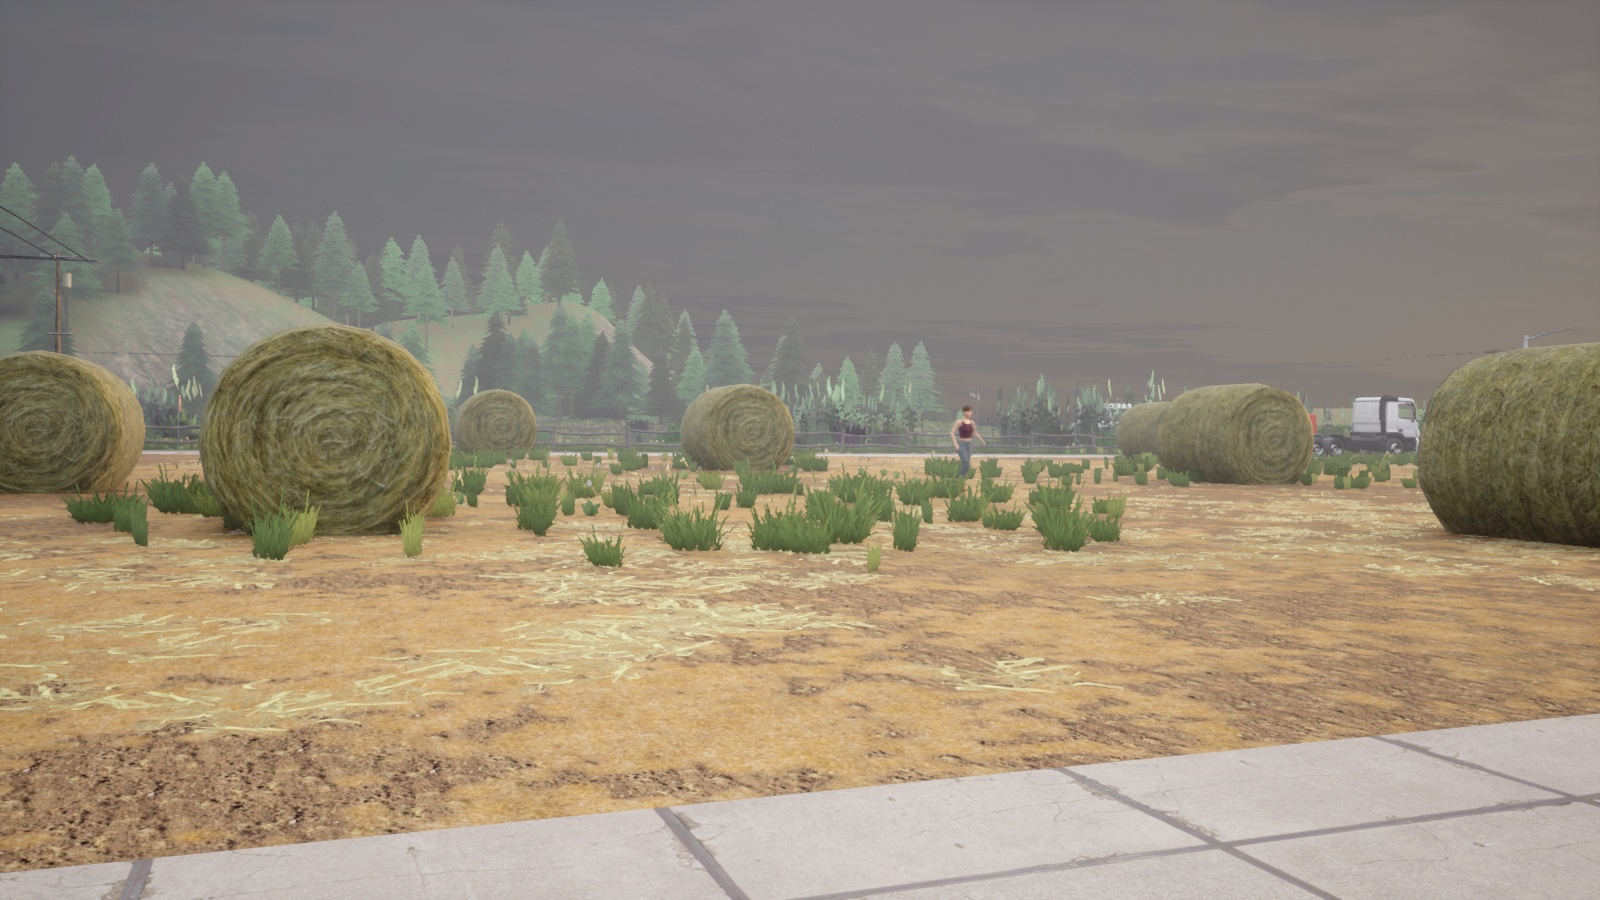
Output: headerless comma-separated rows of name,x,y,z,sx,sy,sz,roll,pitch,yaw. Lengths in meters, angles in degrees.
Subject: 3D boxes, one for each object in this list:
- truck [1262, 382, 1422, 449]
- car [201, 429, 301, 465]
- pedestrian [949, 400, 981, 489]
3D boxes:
truck,29.345,-1.891,68.005,7.936,3.462,2.891,-1,1,-17
car,-24.130,-0.149,55.368,3.806,1.475,1.970,-1,1,-17
pedestrian,3.433,-0.123,26.114,0.345,1.836,0.594,-1,1,-33
